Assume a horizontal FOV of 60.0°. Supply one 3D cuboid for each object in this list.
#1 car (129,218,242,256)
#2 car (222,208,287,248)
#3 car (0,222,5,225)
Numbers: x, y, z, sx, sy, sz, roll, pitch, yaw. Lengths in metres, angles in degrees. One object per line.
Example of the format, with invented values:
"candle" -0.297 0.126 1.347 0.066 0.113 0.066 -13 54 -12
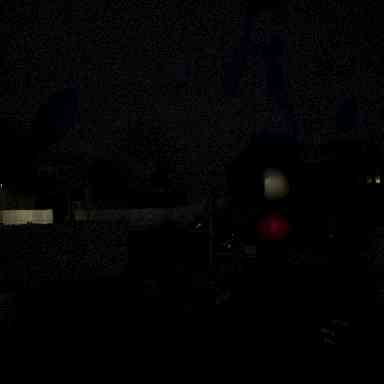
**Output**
"car" -0.448 2.036 15.013 4.718 1.301 1.895 -2 0 24
"car" 2.347 1.691 16.826 4.553 1.767 2.097 -2 1 29
"car" -12.286 2.263 19.350 5.008 1.535 1.882 -1 0 19
